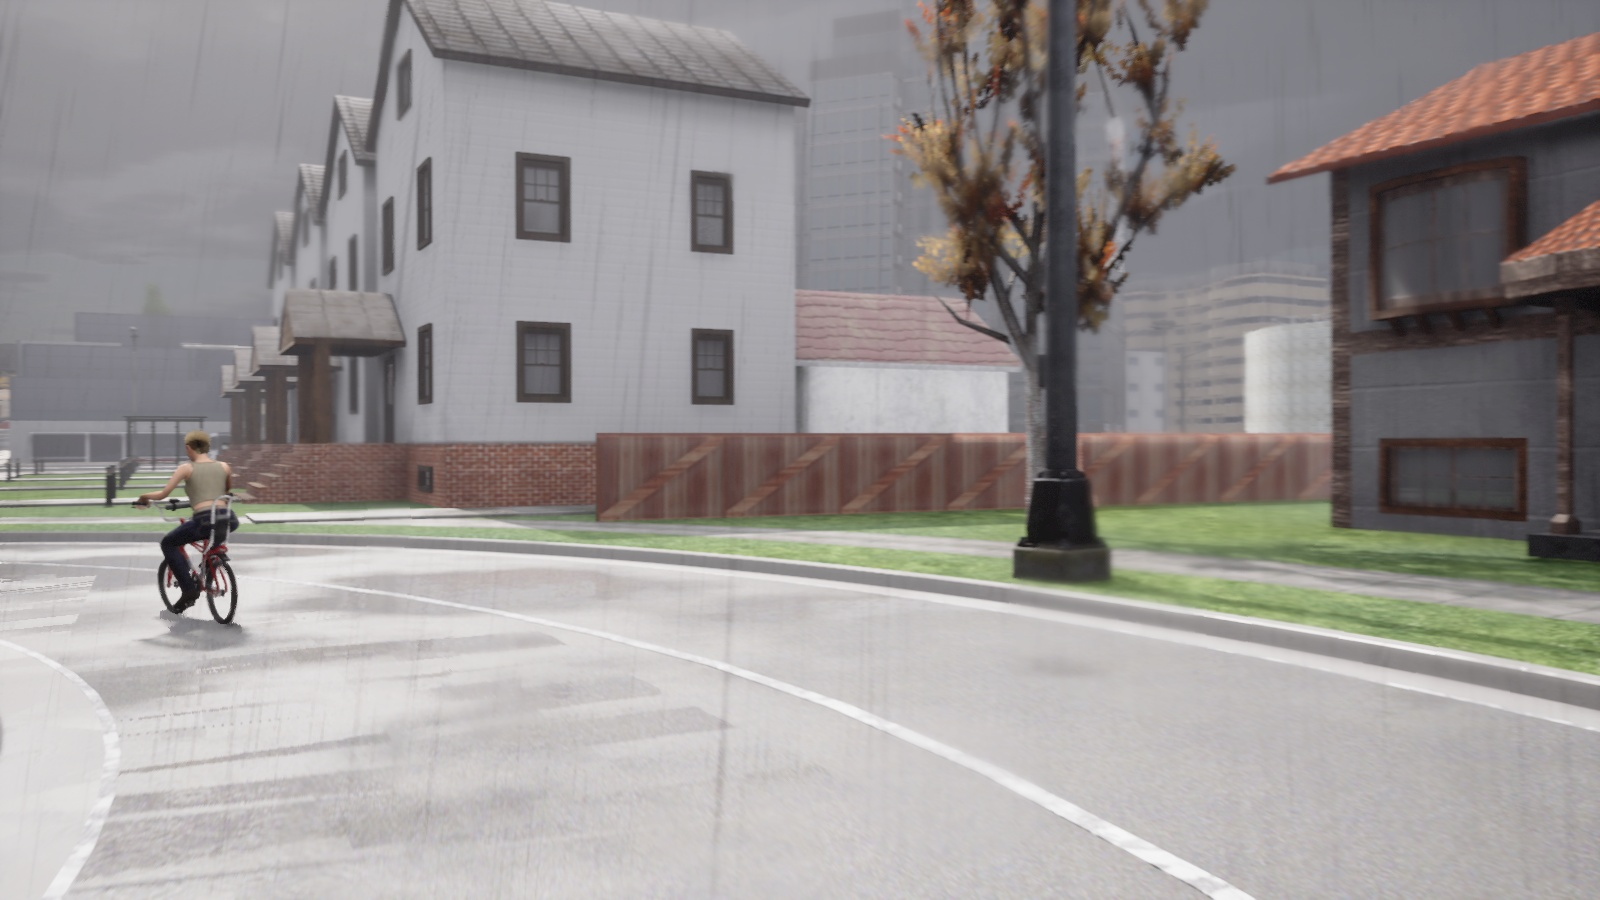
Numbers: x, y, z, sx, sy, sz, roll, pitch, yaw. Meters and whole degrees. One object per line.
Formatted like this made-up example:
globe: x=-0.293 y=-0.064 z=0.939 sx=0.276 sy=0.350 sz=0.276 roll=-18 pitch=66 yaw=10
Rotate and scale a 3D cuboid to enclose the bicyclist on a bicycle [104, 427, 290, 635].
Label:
bicyclist on a bicycle: x=-5.132 y=0.629 z=10.658 sx=1.509 sy=1.612 sz=0.866 roll=0 pitch=2 yaw=42
